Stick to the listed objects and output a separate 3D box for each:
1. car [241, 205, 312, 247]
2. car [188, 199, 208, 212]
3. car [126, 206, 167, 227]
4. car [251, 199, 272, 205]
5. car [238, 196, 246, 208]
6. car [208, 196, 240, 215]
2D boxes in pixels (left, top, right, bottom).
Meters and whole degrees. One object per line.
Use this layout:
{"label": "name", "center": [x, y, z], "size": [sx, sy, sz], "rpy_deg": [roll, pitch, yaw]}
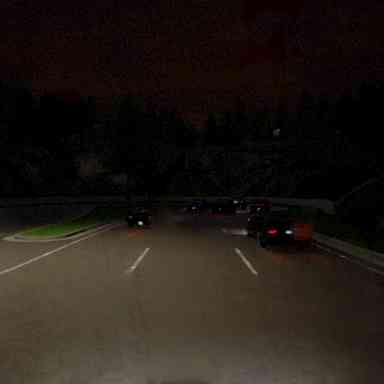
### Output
{"label": "car", "center": [3.652, 1.547, 14.851], "size": [2.033, 1.411, 5.357], "rpy_deg": [0, 0, 1]}
{"label": "car", "center": [0.824, 1.526, 38.074], "size": [1.812, 1.442, 4.674], "rpy_deg": [0, 0, 16]}
{"label": "car", "center": [-2.931, 1.601, 22.623], "size": [1.895, 1.301, 4.718], "rpy_deg": [0, 0, 5]}
{"label": "car", "center": [7.502, 1.502, 36.042], "size": [1.837, 1.490, 4.892], "rpy_deg": [0, -1, 16]}
{"label": "car", "center": [5.986, 1.352, 44.134], "size": [2.097, 1.767, 4.553], "rpy_deg": [0, 0, 12]}
{"label": "car", "center": [3.318, 1.477, 34.006], "size": [1.882, 1.535, 5.008], "rpy_deg": [0, 0, 16]}
